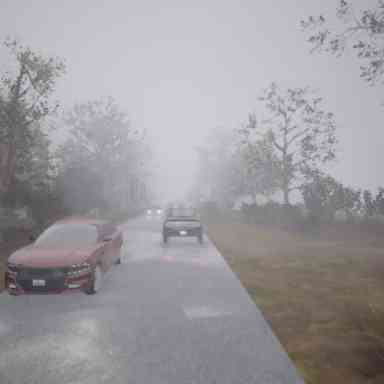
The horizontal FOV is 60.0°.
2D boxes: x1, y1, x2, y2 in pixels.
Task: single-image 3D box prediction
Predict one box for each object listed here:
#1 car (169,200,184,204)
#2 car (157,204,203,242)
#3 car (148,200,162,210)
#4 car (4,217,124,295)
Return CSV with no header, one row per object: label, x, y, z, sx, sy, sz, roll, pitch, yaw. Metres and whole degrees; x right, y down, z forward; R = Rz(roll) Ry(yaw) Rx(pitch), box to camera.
car,-1.698,1.622,35.185,2.097,1.767,4.553,0,-1,-4
car,-0.507,1.563,16.827,2.128,1.511,4.902,0,0,-3
car,-5.790,2.119,52.599,1.837,1.490,4.892,0,-1,-3
car,-3.084,1.500,9.013,1.882,1.535,5.008,1,0,-2
